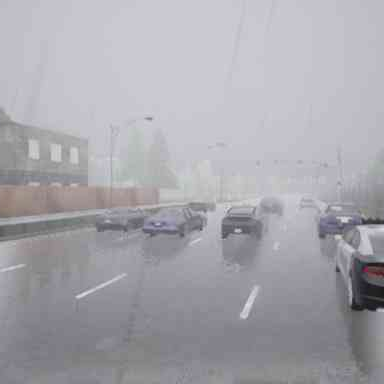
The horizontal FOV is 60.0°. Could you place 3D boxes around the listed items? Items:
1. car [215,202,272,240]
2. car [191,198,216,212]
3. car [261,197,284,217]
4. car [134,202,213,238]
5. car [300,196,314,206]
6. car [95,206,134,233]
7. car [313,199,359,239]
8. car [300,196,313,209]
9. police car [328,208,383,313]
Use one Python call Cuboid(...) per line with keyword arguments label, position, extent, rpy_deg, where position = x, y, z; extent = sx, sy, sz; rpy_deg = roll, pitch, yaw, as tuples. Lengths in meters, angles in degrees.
Cuboid(label="car", position=(2.771, 1.448, 16.819), extent=(1.837, 1.490, 4.892), rpy_deg=(0, 0, 18))
Cuboid(label="car", position=(1.082, 1.366, 34.038), extent=(1.882, 1.535, 5.008), rpy_deg=(0, 0, 18))
Cuboid(label="car", position=(7.401, 1.252, 30.848), extent=(2.097, 1.767, 4.553), rpy_deg=(0, 0, 18))
Cuboid(label="car", position=(-0.735, 1.490, 17.379), extent=(2.033, 1.411, 5.357), rpy_deg=(0, 0, 18))
Cuboid(label="car", position=(18.348, 1.375, 53.171), extent=(2.033, 1.411, 5.357), rpy_deg=(0, 0, 18))
Cuboid(label="car", position=(-3.775, 1.499, 19.324), extent=(1.994, 1.385, 4.181), rpy_deg=(0, 0, 18))
Cuboid(label="car", position=(7.471, 1.296, 16.864), extent=(2.097, 1.767, 4.553), rpy_deg=(0, 0, 18))
Cuboid(label="car", position=(14.435, 1.467, 41.252), extent=(1.895, 1.301, 4.718), rpy_deg=(0, 0, 19))
Cuboid(label="police car", position=(4.381, 1.401, 7.500), extent=(1.930, 1.638, 5.238), rpy_deg=(0, 0, 18))
